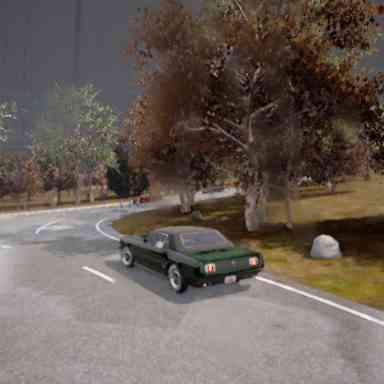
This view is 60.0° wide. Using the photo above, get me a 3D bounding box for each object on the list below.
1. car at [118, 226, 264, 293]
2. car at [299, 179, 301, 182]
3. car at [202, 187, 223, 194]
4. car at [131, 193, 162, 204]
[{"bbox_3d":[-0.369,1.590,9.018,1.895,1.301,4.718,0,0,-33],"label":"car"},{"bbox_3d":[24.010,-2.905,78.363,2.128,1.511,4.902,0,5,38],"label":"car"},{"bbox_3d":[3.629,-0.517,60.034,1.837,1.490,4.892,0,5,39],"label":"car"},{"bbox_3d":[-6.331,0.898,46.068,1.895,1.301,4.718,0,3,32],"label":"car"}]
